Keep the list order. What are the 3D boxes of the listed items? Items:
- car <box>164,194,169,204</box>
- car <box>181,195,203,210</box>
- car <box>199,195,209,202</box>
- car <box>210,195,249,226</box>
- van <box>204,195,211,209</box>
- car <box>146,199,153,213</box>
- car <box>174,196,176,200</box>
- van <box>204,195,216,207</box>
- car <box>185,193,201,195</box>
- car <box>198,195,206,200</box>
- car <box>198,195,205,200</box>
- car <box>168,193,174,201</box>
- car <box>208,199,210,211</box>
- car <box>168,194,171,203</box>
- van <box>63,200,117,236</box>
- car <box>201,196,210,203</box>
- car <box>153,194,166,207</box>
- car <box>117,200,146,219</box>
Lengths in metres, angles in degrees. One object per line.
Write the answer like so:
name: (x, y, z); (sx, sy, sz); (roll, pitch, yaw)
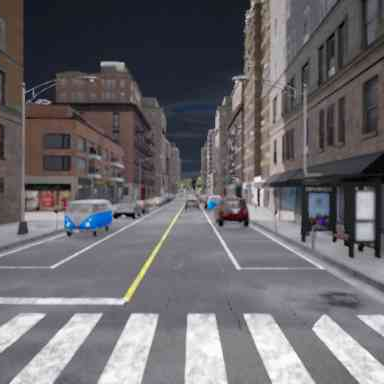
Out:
car: (-5.407, 1.477, 55.498); (2.008, 1.369, 4.403); (0, 0, 0)
car: (0.046, 1.457, 42.774); (2.128, 1.511, 4.902); (0, 0, 1)
car: (2.647, 1.387, 71.720); (1.967, 1.590, 4.097); (0, 0, 0)
car: (2.704, 1.313, 23.064); (2.192, 1.841, 5.009); (0, 0, 0)
van: (2.685, 1.322, 39.283); (1.690, 1.788, 3.998); (0, 0, 0)
car: (-5.408, 1.494, 33.873); (1.887, 1.381, 4.507); (0, 0, 0)
car: (-5.407, 1.486, 77.123); (1.802, 1.307, 4.206); (0, 0, 0)
van: (2.672, 1.311, 50.096); (1.690, 1.788, 3.998); (0, 0, 0)
car: (-0.008, 1.432, 52.866); (1.882, 1.535, 5.008); (0, 0, 0)
car: (2.627, 1.455, 88.109); (1.752, 1.417, 4.829); (0, 0, 0)
car: (2.621, 1.476, 93.345); (2.008, 1.369, 4.403); (0, 0, 0)
car: (-5.406, 1.230, 66.311); (2.192, 1.841, 5.009); (0, 0, 0)
car: (2.697, 1.543, 28.471); (2.008, 1.369, 4.403); (0, 0, 0)
car: (-5.407, 1.487, 60.905); (1.947, 1.339, 4.313); (0, 0, 0)
van: (-5.407, 1.306, 17.655); (1.690, 1.788, 3.998); (0, 0, 0)
car: (2.653, 1.478, 66.484); (1.752, 1.417, 4.829); (0, 0, 0)
car: (-5.407, 1.458, 49.923); (1.752, 1.417, 4.829); (0, 0, 0)
car: (-5.408, 1.520, 28.467); (1.947, 1.339, 4.313); (0, 0, 0)
